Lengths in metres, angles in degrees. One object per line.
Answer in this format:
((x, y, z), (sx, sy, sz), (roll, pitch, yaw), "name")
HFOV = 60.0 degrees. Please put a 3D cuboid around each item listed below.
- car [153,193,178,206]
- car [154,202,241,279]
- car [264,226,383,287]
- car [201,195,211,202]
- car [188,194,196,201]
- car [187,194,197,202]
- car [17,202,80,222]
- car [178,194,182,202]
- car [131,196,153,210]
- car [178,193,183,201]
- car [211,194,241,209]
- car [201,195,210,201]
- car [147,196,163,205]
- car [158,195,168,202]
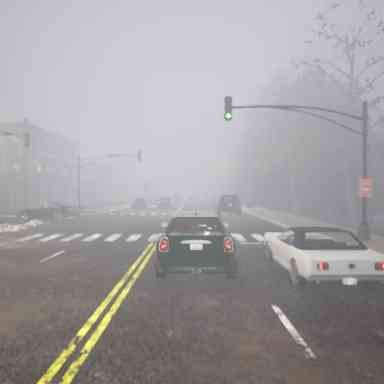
((-3.342, 1.342, 42.866), (2.097, 1.767, 4.553), (0, 0, 0), "car")
((0.100, 1.351, 10.185), (2.097, 1.767, 4.553), (0, 0, 0), "car")
((3.348, 1.600, 9.259), (1.895, 1.301, 4.718), (0, 0, 0), "car")
((3.245, 1.449, 71.182), (1.882, 1.535, 5.008), (0, 0, 0), "car")
((-0.005, 1.307, 81.600), (1.837, 1.490, 4.892), (0, 0, 0), "car")
((-0.005, 1.496, 71.597), (1.812, 1.442, 4.674), (0, 0, 0), "car")
((-11.373, 1.549, 26.314), (4.902, 1.511, 2.128), (-1, 0, 10), "car")
((-3.296, 1.532, 58.957), (2.033, 1.411, 5.357), (0, 0, 1), "car")
((-6.592, 1.494, 42.786), (1.837, 1.490, 4.892), (0, 0, 0), "car")
((-3.252, 1.192, 74.296), (2.150, 2.045, 5.566), (0, 0, 0), "car")
((3.349, 1.216, 31.719), (2.150, 2.045, 5.566), (0, 0, 0), "car")
((3.245, 1.347, 81.601), (2.033, 1.411, 5.357), (0, 0, 0), "car")
((-6.546, 1.477, 59.314), (2.128, 1.511, 4.902), (0, 0, 0), "car")
((-6.502, 1.491, 74.360), (1.812, 1.442, 4.674), (0, 0, 0), "car")
